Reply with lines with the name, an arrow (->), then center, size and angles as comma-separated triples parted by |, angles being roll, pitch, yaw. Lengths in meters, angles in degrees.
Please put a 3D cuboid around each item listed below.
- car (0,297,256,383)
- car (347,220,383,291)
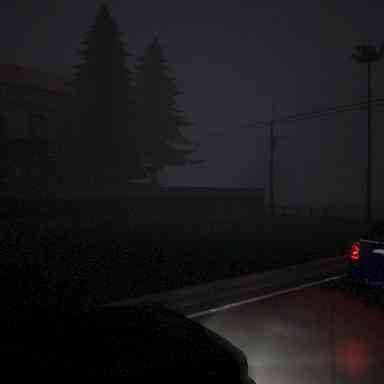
car -> -2.001, 1.547, 2.299 | 5.357, 1.411, 2.033 | 0, 0, -36
car -> 5.698, 1.352, 7.818 | 4.553, 1.767, 2.097 | 0, 0, -35
